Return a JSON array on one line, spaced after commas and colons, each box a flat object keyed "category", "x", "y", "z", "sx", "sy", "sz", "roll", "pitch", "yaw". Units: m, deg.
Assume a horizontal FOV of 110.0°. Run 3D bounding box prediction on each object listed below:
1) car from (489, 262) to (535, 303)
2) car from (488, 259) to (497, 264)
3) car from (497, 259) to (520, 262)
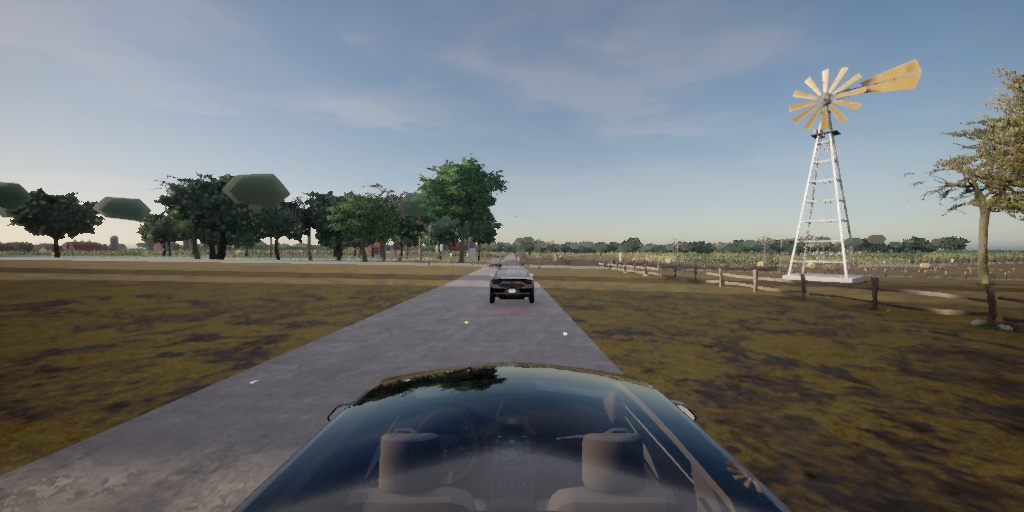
[{"category": "car", "x": 0.000, "y": 1.222, "z": 16.503, "sx": 1.882, "sy": 1.535, "sz": 5.008, "roll": 0, "pitch": 0, "yaw": 0}, {"category": "car", "x": -2.749, "y": 1.186, "z": 58.512, "sx": 1.882, "sy": 1.535, "sz": 5.008, "roll": 0, "pitch": 0, "yaw": 0}, {"category": "car", "x": 0.001, "y": 1.089, "z": 31.476, "sx": 2.097, "sy": 1.767, "sz": 4.553, "roll": 0, "pitch": 0, "yaw": 0}]
